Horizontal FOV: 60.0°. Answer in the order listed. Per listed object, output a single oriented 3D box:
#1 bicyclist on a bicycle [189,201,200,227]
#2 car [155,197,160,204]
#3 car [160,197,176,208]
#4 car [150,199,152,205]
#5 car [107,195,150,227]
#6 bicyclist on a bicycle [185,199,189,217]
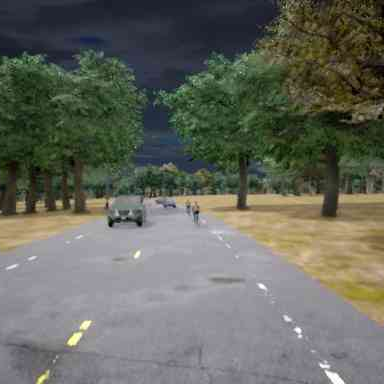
[{"bbox_3d":[0.275,1.473,21.966,0.582,1.620,1.656,0,0,-3],"label":"bicyclist on a bicycle"},{"bbox_3d":[-7.145,1.938,74.213,2.128,1.511,4.902,0,-1,-11],"label":"car"},{"bbox_3d":[-3.557,1.761,52.399,2.033,1.411,5.357,0,0,-8],"label":"car"},{"bbox_3d":[-8.886,1.665,63.875,2.097,1.767,4.553,0,-1,-9],"label":"car"},{"bbox_3d":[-4.360,1.247,23.098,2.150,2.045,5.566,0,0,-4],"label":"car"},{"bbox_3d":[-0.344,1.511,30.949,0.582,1.620,1.656,0,-1,-5],"label":"bicyclist on a bicycle"}]
